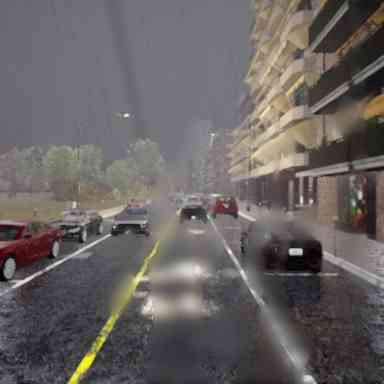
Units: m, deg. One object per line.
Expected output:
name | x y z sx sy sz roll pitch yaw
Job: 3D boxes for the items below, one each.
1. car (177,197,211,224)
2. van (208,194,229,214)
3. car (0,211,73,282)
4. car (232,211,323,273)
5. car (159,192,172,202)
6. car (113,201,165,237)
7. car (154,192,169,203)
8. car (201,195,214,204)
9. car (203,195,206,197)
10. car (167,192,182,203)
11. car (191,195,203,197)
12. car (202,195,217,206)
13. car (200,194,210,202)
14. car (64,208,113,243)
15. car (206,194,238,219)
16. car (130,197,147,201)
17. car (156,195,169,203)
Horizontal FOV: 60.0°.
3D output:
car | 0.106 1.365 23.613 1.837 1.490 4.892 0 0 0
van | 2.583 1.147 32.966 1.690 1.788 3.998 1 0 0
car | -5.305 1.487 9.639 1.887 1.381 4.507 1 0 0
car | 2.576 1.504 10.323 1.947 1.339 4.313 1 0 0
car | -5.289 0.941 66.176 2.192 1.841 5.009 1 0 0
car | -2.845 1.443 17.568 2.033 1.411 5.357 0 0 0
car | -5.294 1.212 54.699 1.752 1.417 4.829 1 0 0
car | 2.586 1.247 55.610 1.947 1.339 4.313 1 0 0
car | 2.582 1.340 38.628 1.947 1.339 4.313 1 0 0
car | -2.779 1.155 58.825 2.128 1.511 4.902 0 0 1
car | 0.110 1.215 41.415 1.801 1.575 5.366 0 0 0
car | 2.585 1.256 49.950 1.887 1.381 4.507 1 0 0
car | 2.589 1.187 66.932 1.947 1.339 4.313 1 0 0
car | -5.303 1.460 15.293 2.008 1.369 4.403 1 0 0
car | 2.582 1.154 27.304 2.192 1.841 5.009 1 0 0
car | -5.298 1.251 32.253 1.967 1.590 4.097 1 0 0
car | -5.293 1.206 60.524 2.008 1.369 4.403 1 0 0
